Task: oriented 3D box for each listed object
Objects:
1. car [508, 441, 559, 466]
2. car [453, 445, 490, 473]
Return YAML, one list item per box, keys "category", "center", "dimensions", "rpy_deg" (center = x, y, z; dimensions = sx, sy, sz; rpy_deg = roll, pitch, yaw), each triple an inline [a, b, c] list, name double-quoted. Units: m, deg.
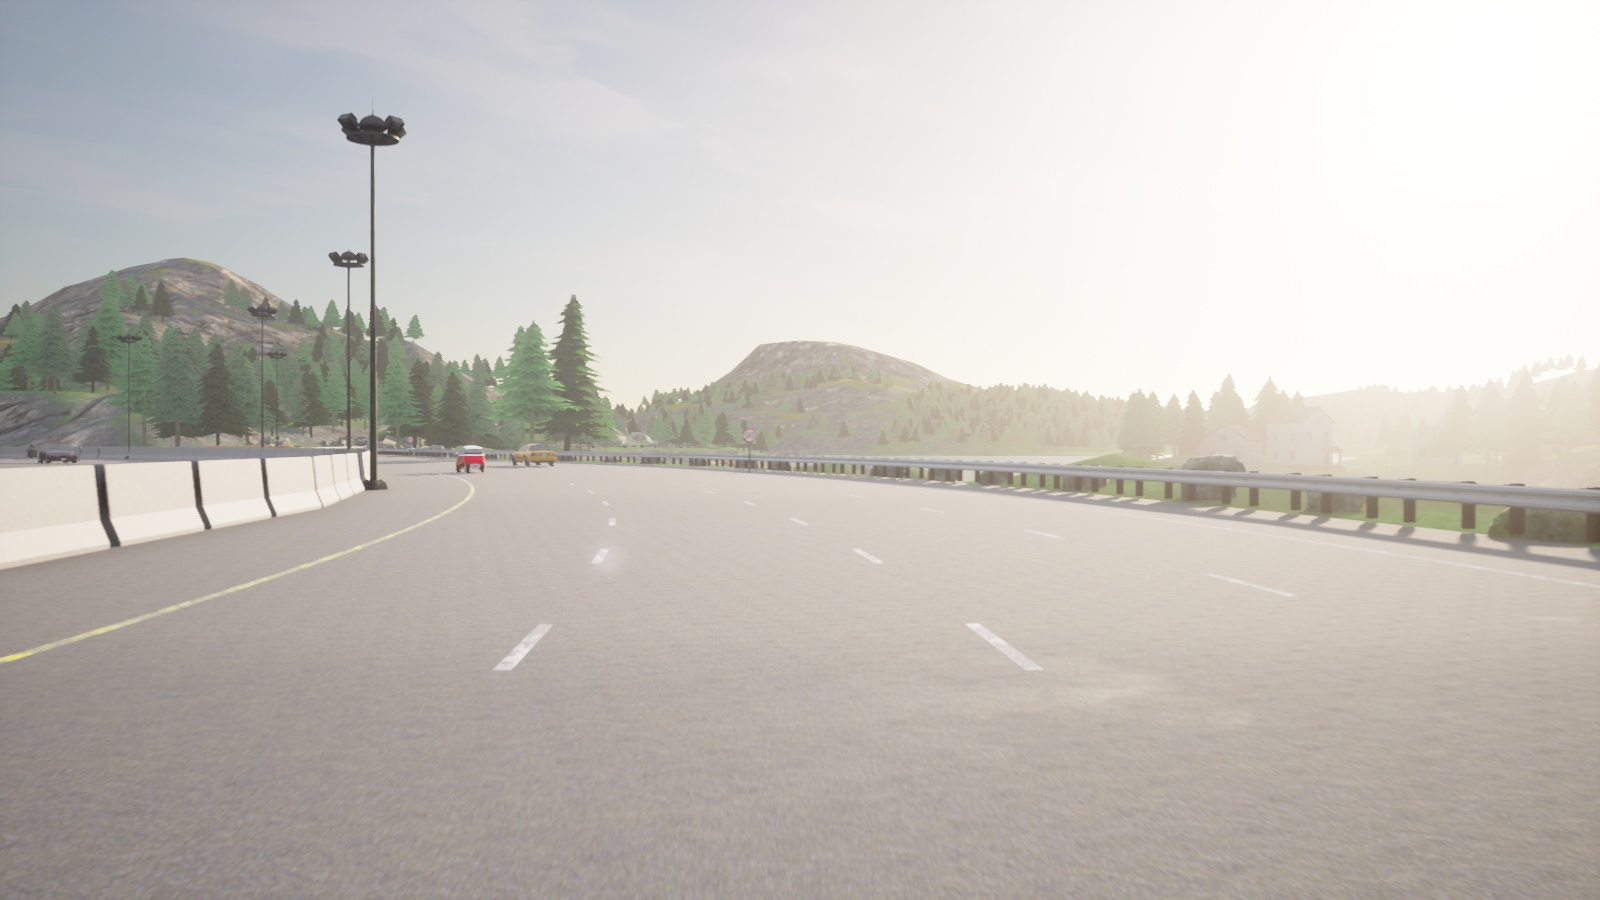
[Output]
- category: "car"
  center: [-17.263, 0.219, 81.086]
  dimensions: [1.801, 1.575, 5.366]
  rpy_deg: [0, 0, -28]
- category: "car"
  center: [-16.708, 0.432, 63.812]
  dimensions: [1.481, 1.376, 2.207]
  rpy_deg: [0, 1, -23]
